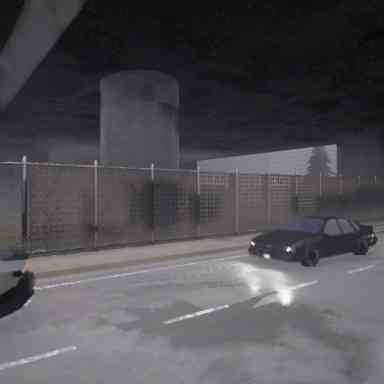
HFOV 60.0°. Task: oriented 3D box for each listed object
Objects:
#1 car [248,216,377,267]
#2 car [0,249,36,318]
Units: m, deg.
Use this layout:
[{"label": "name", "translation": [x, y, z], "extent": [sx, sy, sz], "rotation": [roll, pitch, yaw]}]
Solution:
[{"label": "car", "translation": [4.397, 1.547, 11.583], "extent": [5.357, 1.411, 2.033], "rotation": [0, 0, -36]}, {"label": "car", "translation": [-4.921, 1.491, 4.738], "extent": [4.902, 1.511, 2.128], "rotation": [0, 0, -36]}]
